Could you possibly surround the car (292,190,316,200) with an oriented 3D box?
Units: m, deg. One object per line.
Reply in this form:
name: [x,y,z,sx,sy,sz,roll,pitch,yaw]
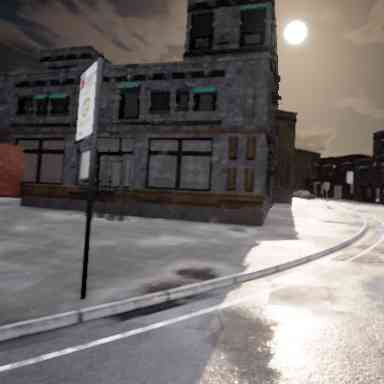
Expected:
car: [18.044,0.450,54.081,2.033,1.411,5.357,4,2,-12]
